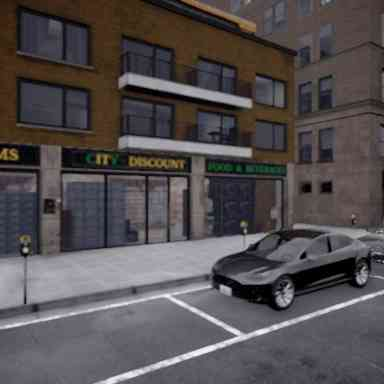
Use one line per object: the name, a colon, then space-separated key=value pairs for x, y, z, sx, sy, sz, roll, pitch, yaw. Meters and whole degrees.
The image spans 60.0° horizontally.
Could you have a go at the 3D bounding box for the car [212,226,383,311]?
car: x=2.473 y=1.579 z=7.804 sx=4.313 sy=1.339 sz=1.947 roll=0 pitch=0 yaw=-34

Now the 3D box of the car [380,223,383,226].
car: x=7.041 y=1.579 z=10.900 sx=4.403 sy=1.369 sz=2.008 roll=0 pitch=0 yaw=-34
